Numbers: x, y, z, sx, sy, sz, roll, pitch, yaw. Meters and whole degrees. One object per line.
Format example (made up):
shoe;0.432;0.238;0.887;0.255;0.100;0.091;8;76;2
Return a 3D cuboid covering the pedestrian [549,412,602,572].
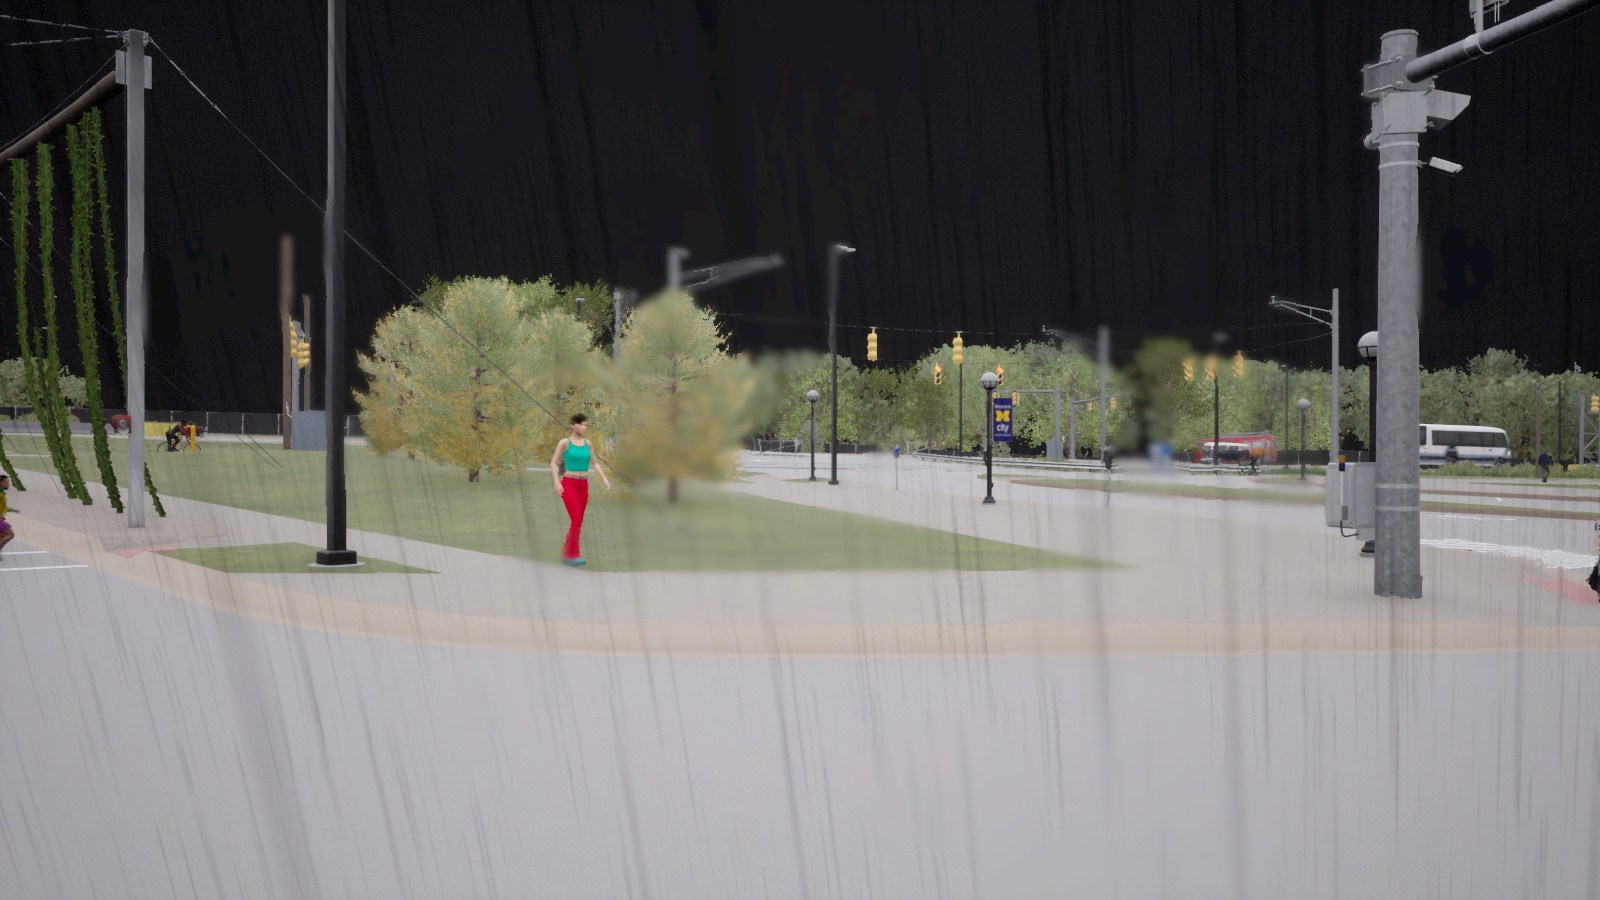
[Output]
pedestrian;-2.641;0.480;14.775;0.345;1.836;0.594;0;0;-43

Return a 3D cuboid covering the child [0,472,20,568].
child;-9.912;0.862;15.500;0.473;1.160;0.299;0;0;-33

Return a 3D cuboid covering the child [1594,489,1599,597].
child;9.561;1.091;14.772;0.437;1.263;0.270;0;0;-42

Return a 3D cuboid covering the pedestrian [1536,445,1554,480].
pedestrian;39.478;0.640;66.536;0.726;1.842;0.402;0;0;-16

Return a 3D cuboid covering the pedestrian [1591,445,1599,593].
pedestrian;10.864;0.904;16.443;0.788;1.949;0.423;0;0;42

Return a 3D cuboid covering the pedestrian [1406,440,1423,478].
pedestrian;31.340;0.463;64.053;0.692;1.930;0.396;0;0;-18
